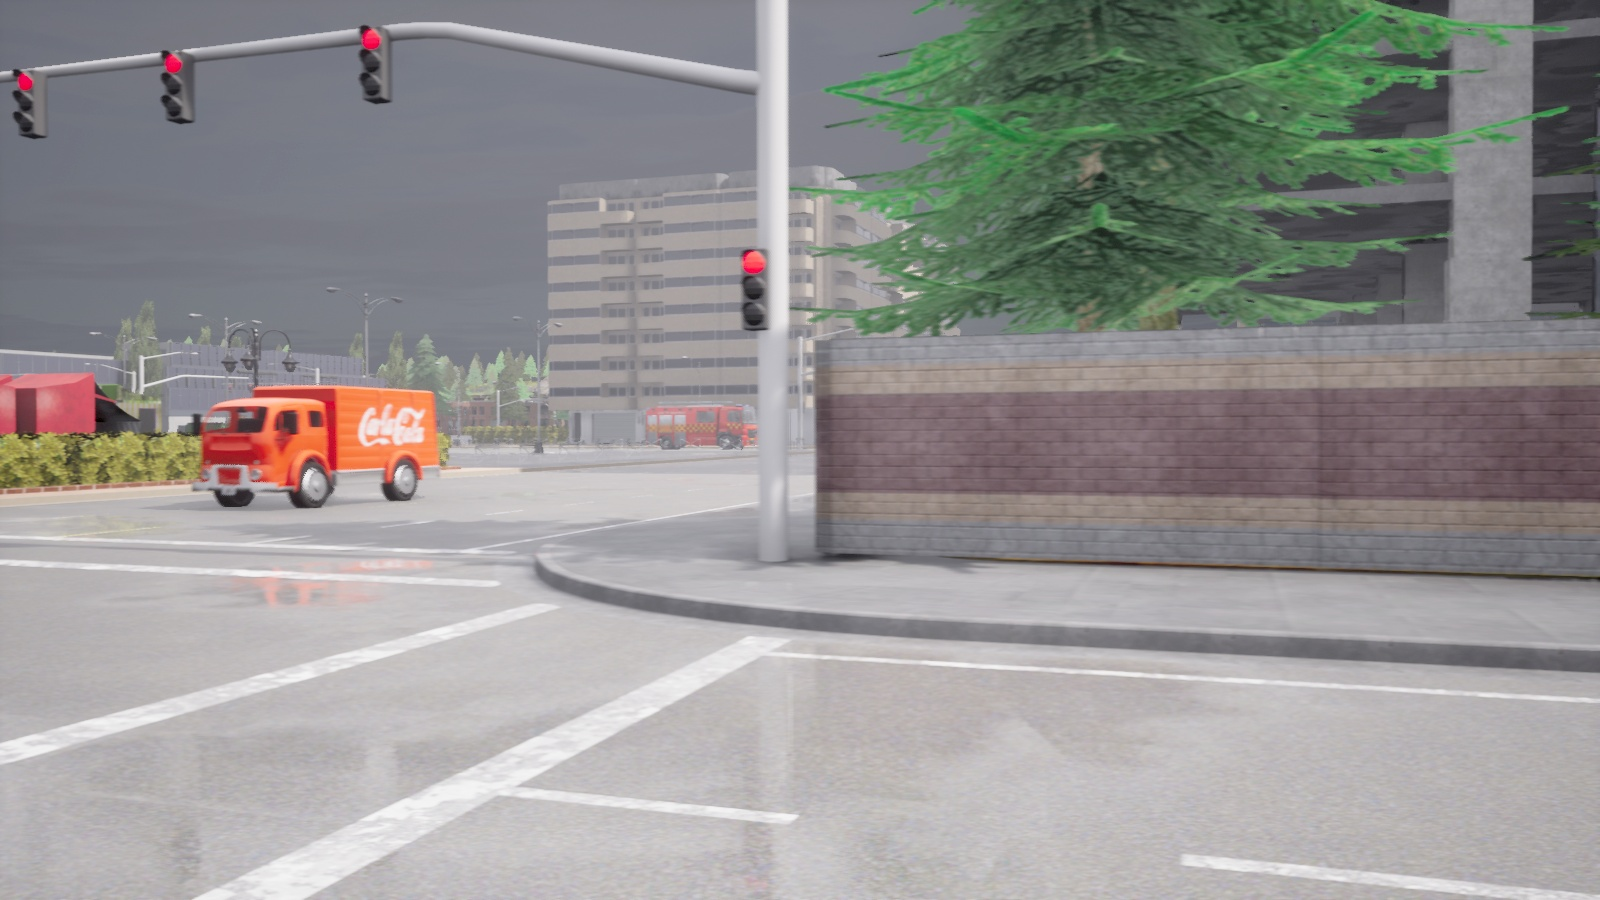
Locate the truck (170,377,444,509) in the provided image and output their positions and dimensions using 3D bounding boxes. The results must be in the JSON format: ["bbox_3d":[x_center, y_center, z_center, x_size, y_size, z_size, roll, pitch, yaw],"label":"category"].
[{"bbox_3d":[-10.110,-0.175,26.318,2.627,2.467,5.204,1,1,18],"label":"truck"}]

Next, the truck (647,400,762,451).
[{"bbox_3d":[-7.419,-1.929,97.505,8.468,3.827,2.891,1,1,18],"label":"truck"}]
